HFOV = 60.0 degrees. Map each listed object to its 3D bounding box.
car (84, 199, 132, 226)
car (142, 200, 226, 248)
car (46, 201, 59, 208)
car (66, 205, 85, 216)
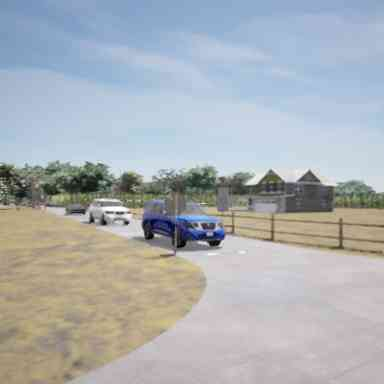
[{"bbox_3d":[-6.857,1.615,27.524,2.150,2.045,5.566,2,-2,-32],"label":"car"},{"bbox_3d":[-0.622,1.457,16.407,2.150,2.045,5.566,2,-2,-30],"label":"car"},{"bbox_3d":[-35.329,3.312,85.116,2.128,1.511,4.902,2,-3,-29],"label":"car"},{"bbox_3d":[-14.429,2.247,41.384,1.895,1.301,4.718,2,-2,-28],"label":"car"}]
